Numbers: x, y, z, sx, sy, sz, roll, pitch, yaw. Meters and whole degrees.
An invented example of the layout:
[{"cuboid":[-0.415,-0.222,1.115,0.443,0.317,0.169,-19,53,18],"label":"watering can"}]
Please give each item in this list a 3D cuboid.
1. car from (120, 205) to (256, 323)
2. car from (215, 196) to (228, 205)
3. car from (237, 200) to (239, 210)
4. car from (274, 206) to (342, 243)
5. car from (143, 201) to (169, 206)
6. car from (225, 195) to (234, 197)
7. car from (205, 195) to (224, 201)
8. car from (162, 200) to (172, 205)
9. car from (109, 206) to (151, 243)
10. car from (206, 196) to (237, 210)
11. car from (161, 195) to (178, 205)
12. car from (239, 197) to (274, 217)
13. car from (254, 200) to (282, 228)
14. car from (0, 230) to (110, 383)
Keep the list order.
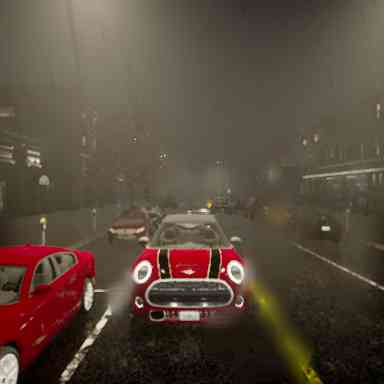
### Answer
[{"cuboid":[-0.054,1.348,7.461,2.097,1.767,4.553,0,0,0],"label":"car"},{"cuboid":[5.332,1.489,60.519,1.752,1.417,4.829,-1,0,0],"label":"car"},{"cuboid":[5.459,1.560,38.155,1.802,1.307,4.206,-1,0,0],"label":"car"},{"cuboid":[5.585,1.556,15.963,1.947,1.339,4.313,-1,0,0],"label":"car"},{"cuboid":[-2.827,1.539,21.461,2.008,1.369,4.403,-1,0,0],"label":"car"},{"cuboid":[5.427,1.499,43.874,1.752,1.417,4.829,-1,0,0],"label":"car"},{"cuboid":[2.809,1.452,43.900,1.882,1.535,5.008,0,0,0],"label":"car"},{"cuboid":[-2.858,1.567,27.010,1.802,1.307,4.206,-1,0,0],"label":"car"},{"cuboid":[-2.795,1.573,15.912,1.802,1.307,4.206,-1,0,0],"label":"car"},{"cuboid":[2.884,1.472,33.670,2.128,1.511,4.902,0,0,0],"label":"car"},{"cuboid":[-2.955,1.290,43.654,2.192,1.841,5.009,-1,0,0],"label":"car"},{"cuboid":[5.520,1.299,27.059,2.192,1.841,5.009,-1,0,0],"label":"car"},{"cuboid":[5.553,1.513,21.680,1.752,1.417,4.829,-1,0,0],"label":"car"},{"cuboid":[-2.732,1.542,4.816,1.887,1.381,4.507,-1,0,0],"label":"car"}]
